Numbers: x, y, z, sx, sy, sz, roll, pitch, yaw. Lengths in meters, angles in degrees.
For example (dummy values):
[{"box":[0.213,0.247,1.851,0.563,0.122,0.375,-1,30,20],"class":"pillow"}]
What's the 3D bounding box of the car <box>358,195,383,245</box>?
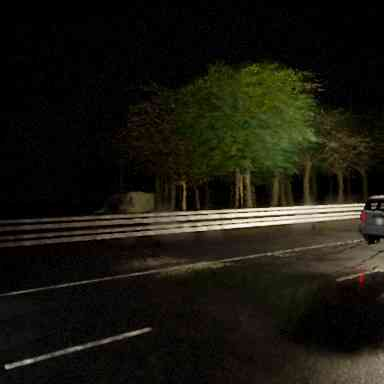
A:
[{"box":[9.333,1.153,13.968,5.566,2.045,2.150,0,0,-32],"class":"car"}]
